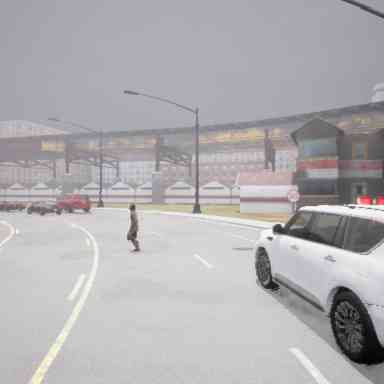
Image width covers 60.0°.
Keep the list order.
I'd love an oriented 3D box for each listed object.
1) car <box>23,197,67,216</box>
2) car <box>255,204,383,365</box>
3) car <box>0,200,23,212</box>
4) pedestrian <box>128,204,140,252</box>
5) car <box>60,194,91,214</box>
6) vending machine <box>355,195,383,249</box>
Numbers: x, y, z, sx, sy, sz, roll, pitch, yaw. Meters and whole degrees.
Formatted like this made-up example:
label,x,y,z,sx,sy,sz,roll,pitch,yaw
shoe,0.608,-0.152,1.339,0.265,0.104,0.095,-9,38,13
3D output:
label,x,y,z,sx,sy,sz,roll,pitch,yaw
car,-14.501,1.526,32.705,4.674,1.442,1.812,0,0,42
car,2.920,1.224,6.063,2.150,2.045,5.566,0,0,-8
car,-21.465,1.601,38.449,4.718,1.301,1.895,0,0,26
pedestrian,-2.164,1.294,12.398,0.375,1.860,0.375,0,0,-16
car,-13.188,1.220,36.157,5.566,2.045,2.150,0,0,41
vending machine,7.509,1.195,13.697,1.100,2.100,0.880,0,0,-15
